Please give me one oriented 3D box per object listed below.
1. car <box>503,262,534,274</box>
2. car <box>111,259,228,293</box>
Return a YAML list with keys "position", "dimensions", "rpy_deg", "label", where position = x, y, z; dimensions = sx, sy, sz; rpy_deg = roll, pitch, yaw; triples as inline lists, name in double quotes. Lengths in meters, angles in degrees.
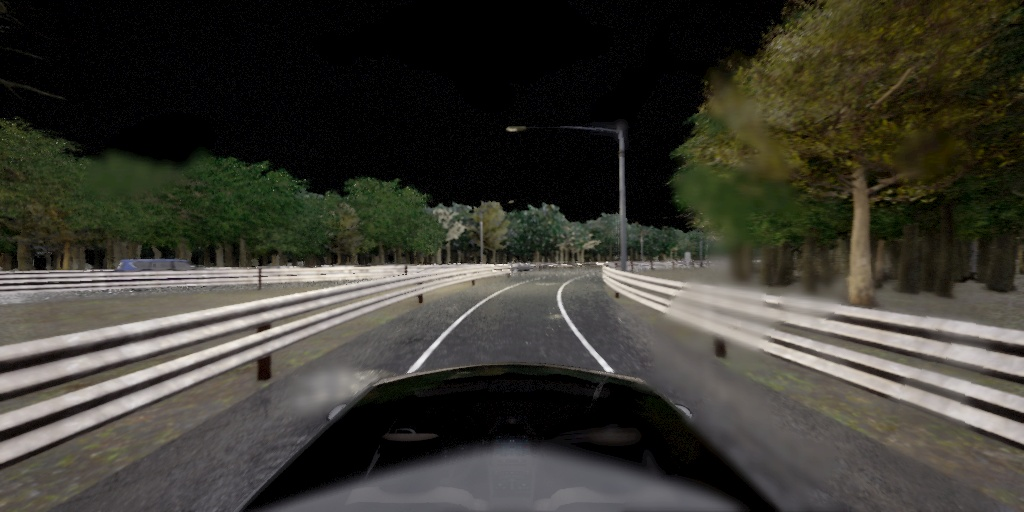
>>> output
- position: [0.933, 1.577, 47.292]
  dimensions: [2.128, 1.511, 4.902]
  rpy_deg: [-2, -1, 45]
  label: "car"
- position: [-22.312, 1.233, 23.709]
  dimensions: [2.150, 2.045, 5.566]
  rpy_deg: [-2, -1, 45]
  label: "car"
